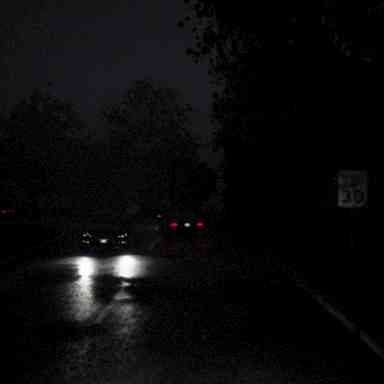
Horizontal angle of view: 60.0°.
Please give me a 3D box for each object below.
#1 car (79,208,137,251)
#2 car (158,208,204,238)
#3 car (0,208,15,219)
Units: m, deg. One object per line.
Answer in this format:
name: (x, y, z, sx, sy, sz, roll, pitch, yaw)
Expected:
car: (-3.477, 1.516, 14.379, 1.837, 1.490, 4.892, 2, 0, -7)
car: (-0.719, 1.574, 17.856, 2.033, 1.411, 5.357, 0, 0, -11)
car: (-18.317, 1.694, 28.641, 5.357, 1.411, 2.033, 0, -1, -3)
